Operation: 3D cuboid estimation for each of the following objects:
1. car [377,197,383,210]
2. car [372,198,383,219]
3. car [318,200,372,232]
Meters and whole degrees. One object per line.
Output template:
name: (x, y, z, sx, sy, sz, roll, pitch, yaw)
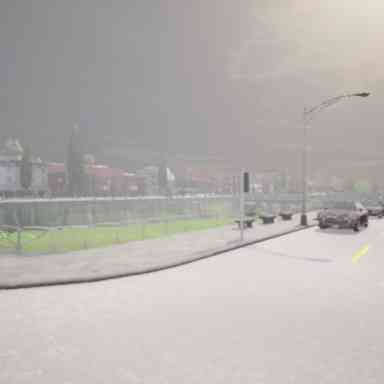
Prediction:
car: (24.986, 1.462, 42.088, 2.128, 1.511, 4.902, 1, 0, 36)
car: (15.518, 1.530, 28.967, 1.994, 1.385, 4.181, 1, 0, 35)
car: (9.190, 1.318, 20.096, 2.097, 1.767, 4.553, 1, 0, 36)
